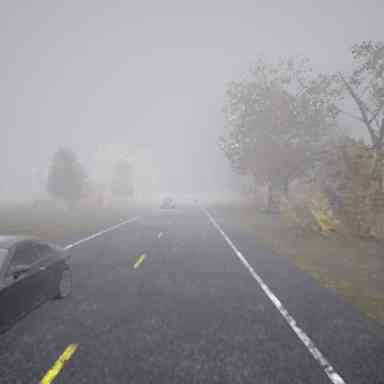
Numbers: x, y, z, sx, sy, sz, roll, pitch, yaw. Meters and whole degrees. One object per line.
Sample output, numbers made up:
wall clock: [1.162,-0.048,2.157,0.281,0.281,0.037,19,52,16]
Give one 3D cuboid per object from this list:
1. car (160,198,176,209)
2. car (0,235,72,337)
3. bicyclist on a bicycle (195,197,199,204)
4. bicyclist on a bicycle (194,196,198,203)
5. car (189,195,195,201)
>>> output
car: [-3.563,1.620,49.629,2.097,1.767,4.553,0,0,0]
car: [-3.586,1.559,5.789,1.812,1.442,4.674,0,0,0]
bicyclist on a bicycle: [0.970,1.799,68.095,0.866,1.612,1.509,0,-1,0]
bicyclist on a bicycle: [0.969,1.843,77.175,0.866,1.612,1.509,0,-1,0]
car: [0.010,1.983,95.111,1.895,1.301,4.718,0,0,0]
